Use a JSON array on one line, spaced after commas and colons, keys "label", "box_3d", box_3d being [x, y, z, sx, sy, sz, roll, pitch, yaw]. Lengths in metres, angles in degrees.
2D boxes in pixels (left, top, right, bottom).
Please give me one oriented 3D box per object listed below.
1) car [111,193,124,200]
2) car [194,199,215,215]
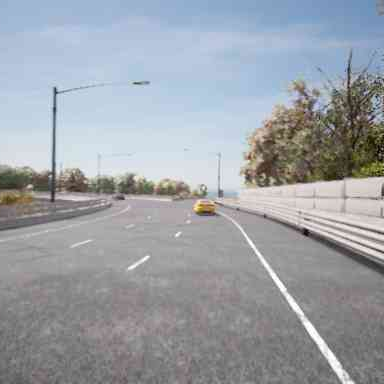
[{"label": "car", "box_3d": [-17.389, 1.027, 77.631, 2.097, 1.767, 4.553, 1, 0, -30]}, {"label": "car", "box_3d": [1.256, 1.512, 34.750, 1.882, 1.535, 5.008, 1, 0, -3]}]
